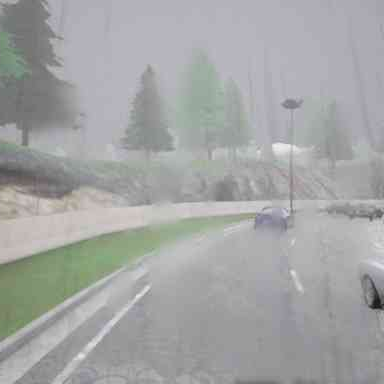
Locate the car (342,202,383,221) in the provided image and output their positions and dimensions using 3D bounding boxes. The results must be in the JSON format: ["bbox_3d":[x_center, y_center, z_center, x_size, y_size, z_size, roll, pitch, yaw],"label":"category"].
[{"bbox_3d":[15.167,1.688,28.908,2.033,1.411,5.357,0,0,42],"label":"car"}]

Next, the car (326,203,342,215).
[{"bbox_3d":[15.967,1.750,34.874,4.718,1.301,1.895,1,0,-43],"label":"car"}]

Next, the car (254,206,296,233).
[{"bbox_3d":[5.101,1.576,20.313,1.812,1.442,4.674,0,0,26],"label":"car"}]

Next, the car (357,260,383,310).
[{"bbox_3d":[4.140,1.638,4.849,1.895,1.301,4.718,0,0,7],"label":"car"}]
